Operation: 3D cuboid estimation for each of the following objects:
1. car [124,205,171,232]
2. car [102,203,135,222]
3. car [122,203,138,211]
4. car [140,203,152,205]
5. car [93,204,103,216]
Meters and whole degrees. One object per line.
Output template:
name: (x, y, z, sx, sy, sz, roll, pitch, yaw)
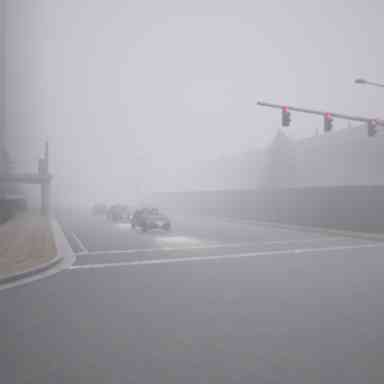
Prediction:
car: (-3.000, 1.913, 23.473, 2.128, 1.511, 4.902, 1, -1, -24)
car: (-7.146, 2.075, 32.883, 2.128, 1.511, 4.902, 1, -1, -24)
car: (-11.188, 2.704, 59.649, 1.895, 1.301, 4.718, 1, -1, -24)
car: (-7.048, 2.435, 50.377, 2.128, 1.511, 4.902, 1, -1, -23)
car: (-11.910, 2.319, 43.744, 2.033, 1.411, 5.357, 1, -1, -23)
